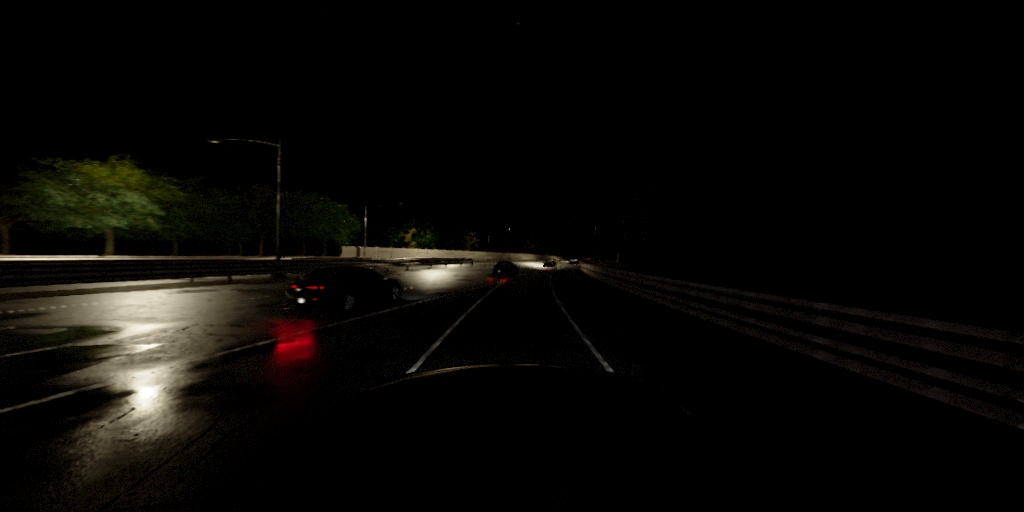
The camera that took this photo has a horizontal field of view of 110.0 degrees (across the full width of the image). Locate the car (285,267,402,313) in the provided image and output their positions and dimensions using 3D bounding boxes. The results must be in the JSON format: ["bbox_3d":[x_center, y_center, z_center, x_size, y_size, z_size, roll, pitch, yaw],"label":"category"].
[{"bbox_3d":[-5.985,1.148,13.462,1.837,1.490,4.892,1,0,13],"label":"car"}]

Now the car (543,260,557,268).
[{"bbox_3d":[6.815,1.378,63.351,1.895,1.301,4.718,1,0,16],"label":"car"}]

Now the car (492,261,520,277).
[{"bbox_3d":[-0.632,1.233,35.548,1.812,1.442,4.674,1,0,14],"label":"car"}]
